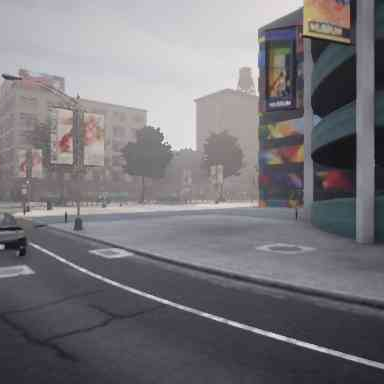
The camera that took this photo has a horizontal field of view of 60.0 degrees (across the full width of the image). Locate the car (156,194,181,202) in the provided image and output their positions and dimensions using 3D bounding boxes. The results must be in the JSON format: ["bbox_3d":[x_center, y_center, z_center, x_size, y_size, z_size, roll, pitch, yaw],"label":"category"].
[{"bbox_3d":[-4.674,1.305,70.807,4.553,1.767,2.097,0,0,-39],"label":"car"}]

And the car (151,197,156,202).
[{"bbox_3d":[-6.884,1.307,73.521,4.553,1.767,2.097,0,0,-39],"label":"car"}]

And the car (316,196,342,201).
[{"bbox_3d":[17.343,1.317,43.660,4.674,1.452,2.002,0,0,-39],"label":"car"}]

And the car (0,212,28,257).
[{"bbox_3d":[-7.427,1.493,12.154,2.128,1.511,4.902,0,0,-38],"label":"car"}]
